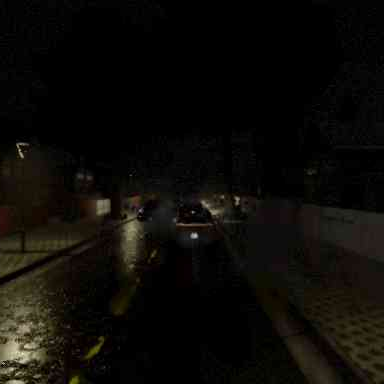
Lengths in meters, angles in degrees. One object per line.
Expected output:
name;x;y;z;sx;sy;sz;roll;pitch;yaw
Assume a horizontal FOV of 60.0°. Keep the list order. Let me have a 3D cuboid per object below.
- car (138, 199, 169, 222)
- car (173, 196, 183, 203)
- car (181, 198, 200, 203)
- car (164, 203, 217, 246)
car;-2.851;1.330;25.665;2.097;1.767;4.553;0;0;0
car;-2.760;1.484;66.976;1.882;1.535;5.008;0;0;0
car;0.098;1.579;33.155;1.895;1.301;4.718;0;0;0
car;0.096;1.475;15.209;2.128;1.511;4.902;0;0;0
